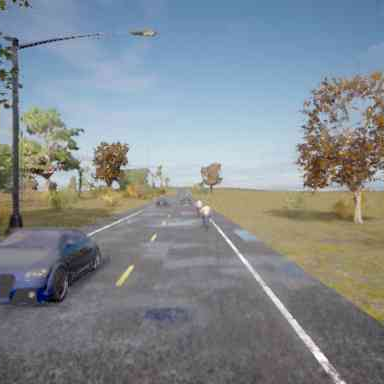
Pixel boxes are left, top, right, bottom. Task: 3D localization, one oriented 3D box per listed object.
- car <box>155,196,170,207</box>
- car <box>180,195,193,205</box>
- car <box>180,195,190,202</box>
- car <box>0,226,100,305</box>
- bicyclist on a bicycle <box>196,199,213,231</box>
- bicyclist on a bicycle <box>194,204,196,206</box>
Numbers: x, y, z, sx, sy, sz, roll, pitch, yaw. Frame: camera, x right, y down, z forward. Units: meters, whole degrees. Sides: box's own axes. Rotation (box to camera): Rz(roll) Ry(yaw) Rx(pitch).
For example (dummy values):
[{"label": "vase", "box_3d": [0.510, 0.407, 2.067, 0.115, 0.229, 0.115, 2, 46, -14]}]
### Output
[{"label": "car", "box_3d": [-4.478, 1.417, 50.837, 1.837, 1.490, 4.892, 0, 0, -1]}, {"label": "car", "box_3d": [-0.941, 1.392, 55.353, 2.128, 1.511, 4.902, 0, 0, -2]}, {"label": "car", "box_3d": [-1.556, 1.416, 73.886, 1.994, 1.385, 4.181, 0, 0, -2]}, {"label": "car", "box_3d": [-3.641, 1.552, 8.020, 1.994, 1.385, 4.181, 0, 0, 0]}, {"label": "bicyclist on a bicycle", "box_3d": [0.830, 1.403, 19.429, 0.866, 1.612, 1.509, 0, 0, -1]}, {"label": "bicyclist on a bicycle", "box_3d": [0.648, 1.385, 29.452, 0.866, 1.612, 1.509, 0, 0, -2]}]
